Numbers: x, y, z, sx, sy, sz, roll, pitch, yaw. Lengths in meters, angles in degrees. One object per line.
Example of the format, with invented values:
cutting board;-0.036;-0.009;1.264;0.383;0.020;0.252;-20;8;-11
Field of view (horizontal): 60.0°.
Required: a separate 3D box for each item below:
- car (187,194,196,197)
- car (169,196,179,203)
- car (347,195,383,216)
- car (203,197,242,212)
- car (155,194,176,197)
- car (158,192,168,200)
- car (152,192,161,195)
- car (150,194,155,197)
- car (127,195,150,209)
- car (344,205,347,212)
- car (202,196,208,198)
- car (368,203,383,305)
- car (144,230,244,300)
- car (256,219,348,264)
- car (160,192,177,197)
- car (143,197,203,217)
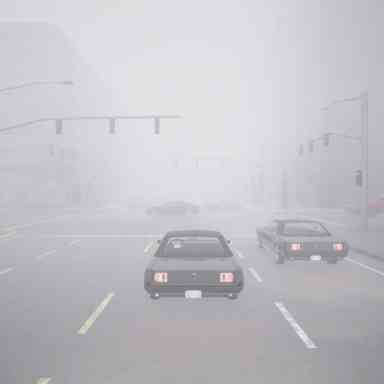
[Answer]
car;-0.158;1.355;80.918;2.097;1.767;4.553;0;0;1
car;-3.770;1.552;70.064;1.994;1.385;4.181;0;0;1
car;17.874;1.276;30.866;5.566;2.045;2.150;0;0;0
car;3.627;1.611;39.081;1.895;1.301;4.718;0;1;-34
car;-4.006;1.492;50.457;2.128;1.511;4.902;0;0;0
car;-7.144;0.977;82.362;2.150;2.045;5.566;0;0;1
car;-7.330;1.222;66.808;2.150;2.045;5.566;0;0;1
car;-7.498;1.526;54.517;1.812;1.442;4.674;0;0;1
car;-7.550;1.352;45.769;2.097;1.767;4.553;0;0;1
car;18.325;1.533;34.365;5.008;1.535;1.882;0;0;0
car;3.351;1.553;81.814;1.994;1.385;4.181;0;0;1
car;3.594;1.221;2.002;2.150;2.045;5.566;0;0;0
car;0.044;1.601;8.369;1.895;1.301;4.718;0;0;0
car;3.551;1.601;11.754;1.895;1.301;4.718;0;0;0
car;-3.935;1.221;60.152;2.150;2.045;5.566;0;0;1
car;-1.718;1.503;30.889;5.008;1.535;1.882;0;0;0
